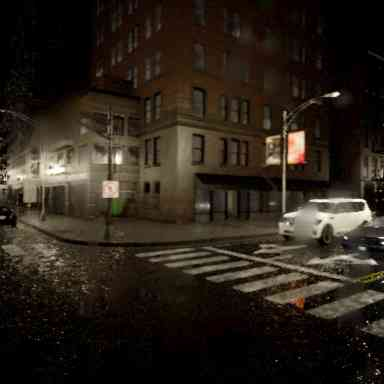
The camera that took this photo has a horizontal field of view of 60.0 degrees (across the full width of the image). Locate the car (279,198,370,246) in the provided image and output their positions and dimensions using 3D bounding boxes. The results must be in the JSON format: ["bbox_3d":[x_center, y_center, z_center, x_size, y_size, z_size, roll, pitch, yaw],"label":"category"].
[{"bbox_3d":[6.776,1.351,16.504,5.566,2.045,2.150,1,0,-36],"label":"car"}]

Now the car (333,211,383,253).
[{"bbox_3d":[8.323,1.676,13.608,5.357,1.411,2.033,1,0,-36],"label":"car"}]

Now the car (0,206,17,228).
[{"bbox_3d":[-12.612,1.575,21.741,1.947,1.339,4.313,1,0,-35],"label":"car"}]
